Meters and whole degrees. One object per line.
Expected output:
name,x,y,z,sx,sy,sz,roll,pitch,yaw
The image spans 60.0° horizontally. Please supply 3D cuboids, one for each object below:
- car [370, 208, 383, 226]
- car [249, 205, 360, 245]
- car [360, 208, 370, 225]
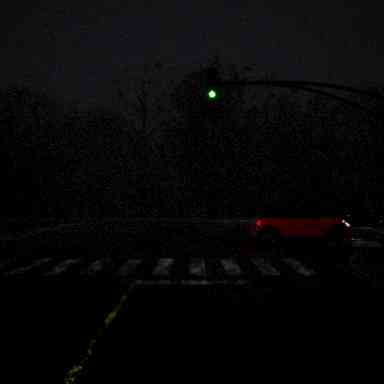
car,15.055,1.703,22.254,4.892,1.490,1.837,0,-1,1
car,5.085,1.465,15.848,4.553,1.767,2.097,-1,-1,1
car,13.857,1.870,25.525,4.718,1.301,1.895,0,-1,1
